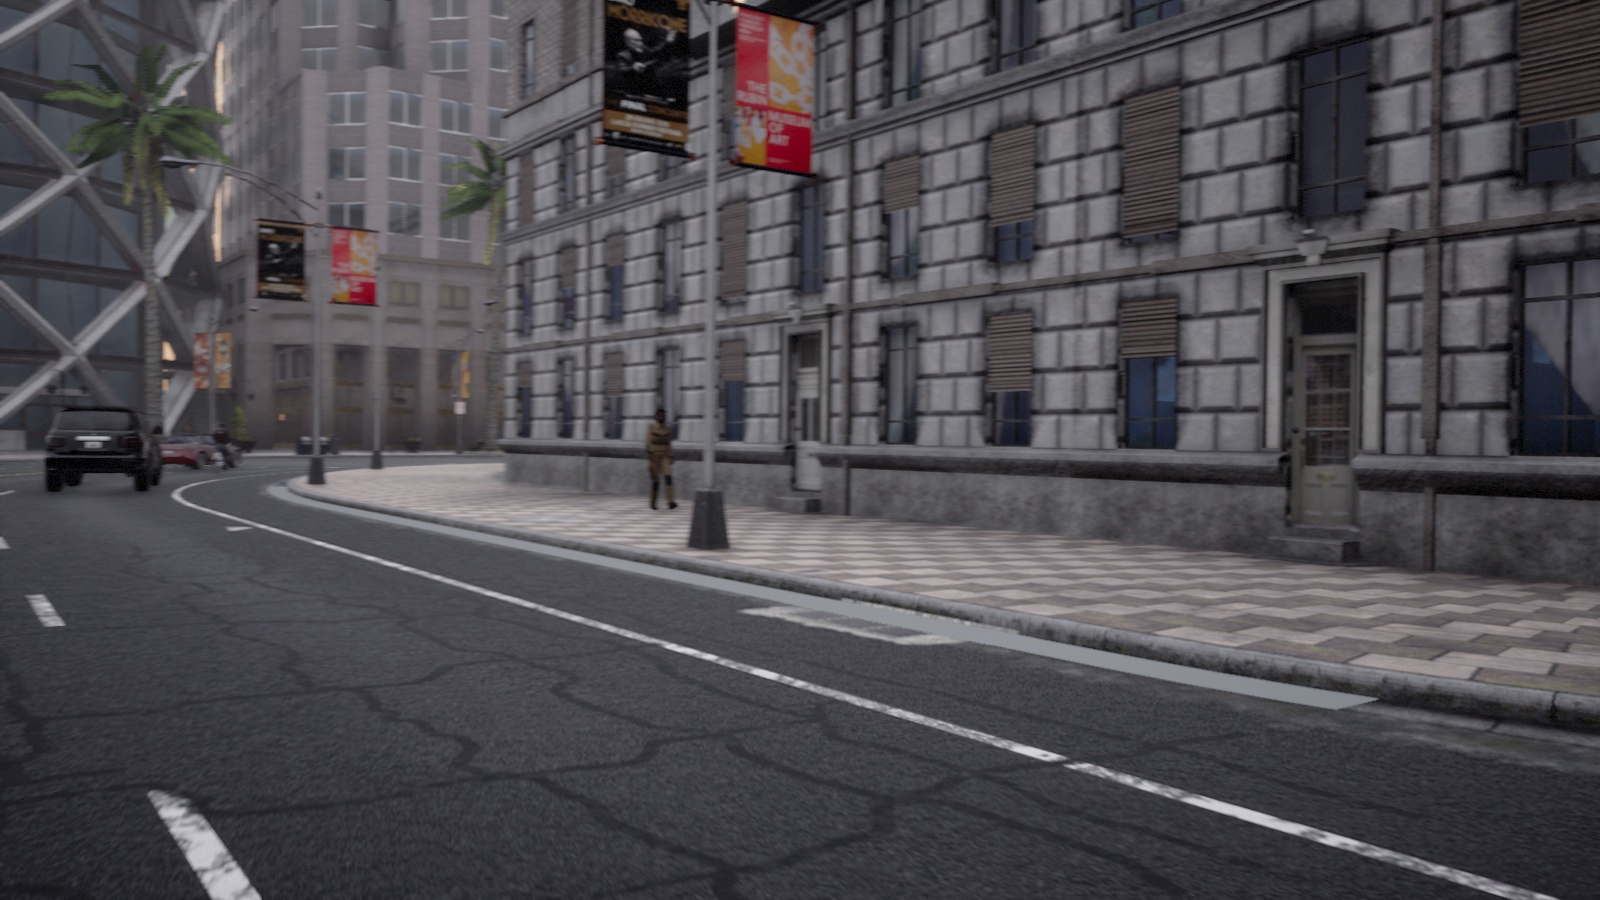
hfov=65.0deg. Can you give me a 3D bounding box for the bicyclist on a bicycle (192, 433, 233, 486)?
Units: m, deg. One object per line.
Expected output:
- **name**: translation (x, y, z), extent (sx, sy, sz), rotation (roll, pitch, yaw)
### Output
- **bicyclist on a bicycle**: translation (-20.211, 0.298, 43.248), extent (0.659, 1.776, 1.843), rotation (0, 1, -5)

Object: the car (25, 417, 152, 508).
- **car**: translation (-17.508, 0.250, 31.181), extent (2.150, 2.045, 5.566), rotation (-1, 1, -23)

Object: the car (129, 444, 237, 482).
- **car**: translation (-23.780, 0.460, 48.600), extent (1.994, 1.385, 4.181), rotation (0, 1, 2)

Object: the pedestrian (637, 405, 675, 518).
- **pedestrian**: translation (-2.505, 0.187, 21.797), extent (0.396, 1.930, 0.692), rotation (-1, 1, -29)
